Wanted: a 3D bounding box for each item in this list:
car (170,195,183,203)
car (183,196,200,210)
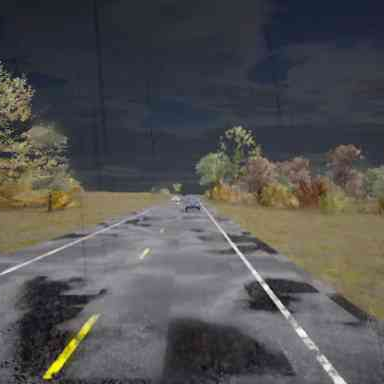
[{"bbox_3d":[-3.516,1.607,71.842,1.812,1.442,4.674,0,0,0],"label":"car"},{"bbox_3d":[0.091,1.595,43.925,2.033,1.411,5.357,0,0,0],"label":"car"}]
